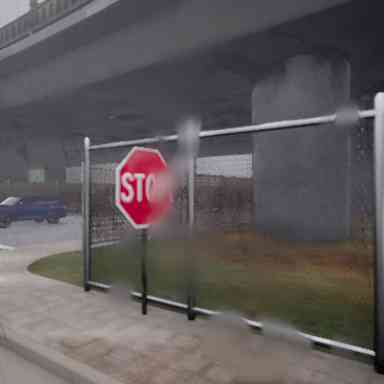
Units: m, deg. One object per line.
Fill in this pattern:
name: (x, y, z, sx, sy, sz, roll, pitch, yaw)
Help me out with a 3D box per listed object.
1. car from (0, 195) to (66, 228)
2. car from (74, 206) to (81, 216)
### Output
car: (-11.334, 1.216, 22.494, 2.150, 2.045, 5.566, 0, 0, 36)
car: (-8.826, 1.593, 31.914, 1.895, 1.301, 4.718, 0, 0, 36)
